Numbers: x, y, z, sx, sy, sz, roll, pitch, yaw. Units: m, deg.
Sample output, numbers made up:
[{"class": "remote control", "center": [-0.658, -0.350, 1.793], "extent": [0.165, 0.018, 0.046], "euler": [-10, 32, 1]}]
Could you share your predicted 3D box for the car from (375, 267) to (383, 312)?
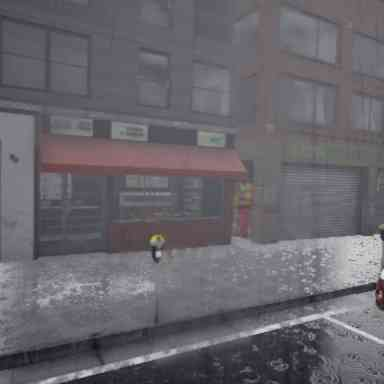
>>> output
[{"class": "car", "center": [5.193, 1.418, 5.932], "extent": [4.097, 1.590, 1.967], "euler": [1, 2, -29]}]
